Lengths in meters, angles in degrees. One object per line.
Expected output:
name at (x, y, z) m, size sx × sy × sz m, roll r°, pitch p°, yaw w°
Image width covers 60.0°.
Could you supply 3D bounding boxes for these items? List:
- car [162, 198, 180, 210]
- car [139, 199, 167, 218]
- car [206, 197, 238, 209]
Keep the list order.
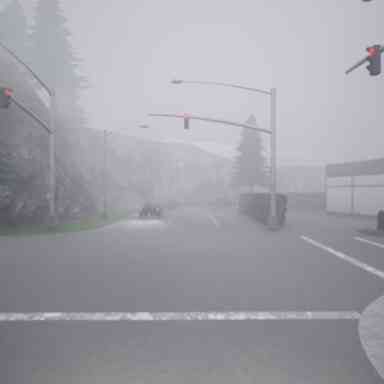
car at (-3.022, 1.459, 41.646) m, size 2.128 × 1.511 × 4.902 m, roll 0°, pitch 0°, yaw 16°
car at (-3.640, 1.577, 30.412) m, size 1.895 × 1.301 × 4.718 m, roll 0°, pitch 0°, yaw 0°
car at (4.101, 1.470, 45.484) m, size 4.892 × 1.490 × 1.837 m, roll 0°, pitch -3°, yaw -36°
